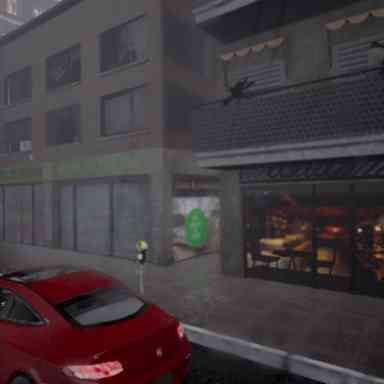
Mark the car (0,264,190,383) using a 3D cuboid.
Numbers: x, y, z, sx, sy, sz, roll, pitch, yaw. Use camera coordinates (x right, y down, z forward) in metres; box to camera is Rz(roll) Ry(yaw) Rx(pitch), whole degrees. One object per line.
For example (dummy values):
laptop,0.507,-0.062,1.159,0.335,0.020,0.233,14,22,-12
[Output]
car,-1.961,1.622,4.283,4.206,1.307,1.802,-1,-1,35
